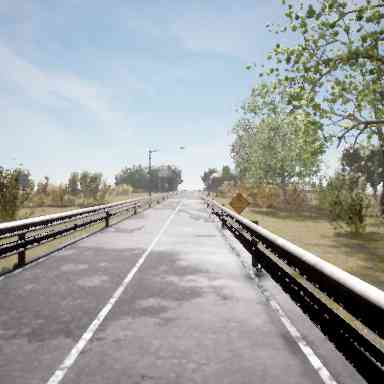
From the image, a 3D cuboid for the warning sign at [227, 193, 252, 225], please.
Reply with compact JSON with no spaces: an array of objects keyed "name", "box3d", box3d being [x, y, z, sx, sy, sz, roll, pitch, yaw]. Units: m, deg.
[{"name":"warning sign","box3d":[2.831,0.978,19.911,1.300,1.860,1.060,-1,0,0]}]
